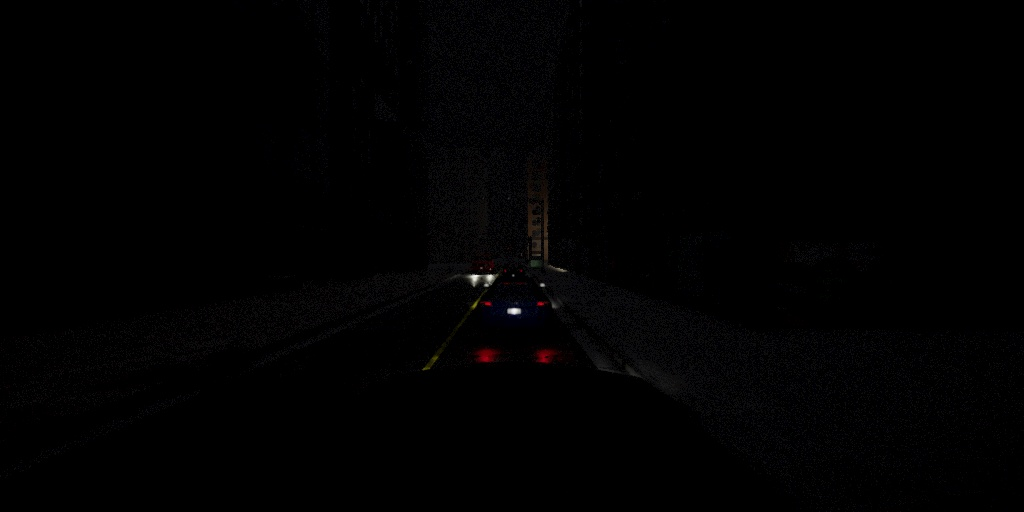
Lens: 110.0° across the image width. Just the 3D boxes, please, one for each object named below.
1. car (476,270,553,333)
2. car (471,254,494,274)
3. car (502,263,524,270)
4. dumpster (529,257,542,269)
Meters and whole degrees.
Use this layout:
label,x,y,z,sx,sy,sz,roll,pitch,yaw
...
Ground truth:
label,x,y,z,sx,sy,sz,roll,pitch,yaw
car,0.074,1.287,10.635,1.994,1.385,4.181,0,0,1
car,-3.082,0.855,38.876,2.150,2.045,5.566,0,0,0
car,0.107,1.258,31.636,1.895,1.301,4.718,0,0,0
dumpster,3.154,1.011,47.543,1.020,1.700,1.940,0,0,0
